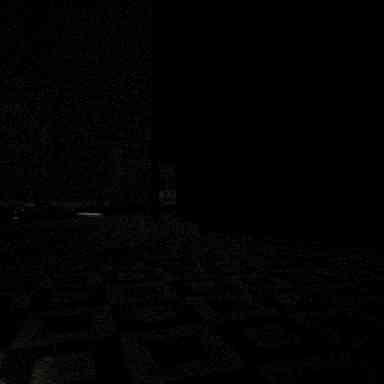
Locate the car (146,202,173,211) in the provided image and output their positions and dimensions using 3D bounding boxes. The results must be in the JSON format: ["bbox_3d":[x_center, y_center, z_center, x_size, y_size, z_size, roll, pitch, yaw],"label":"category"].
[{"bbox_3d":[-5.030,2.216,52.150,1.994,1.385,4.181,0,-1,37],"label":"car"}]

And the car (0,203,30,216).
[{"bbox_3d":[-20.080,1.841,35.711,2.008,1.369,4.403,-1,-1,35],"label":"car"}]

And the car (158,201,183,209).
[{"bbox_3d":[-3.709,2.304,58.692,2.008,1.369,4.403,-1,-2,35],"label":"car"}]

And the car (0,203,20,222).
[{"bbox_3d":[-16.416,1.774,26.162,1.947,1.339,4.313,-1,-2,35],"label":"car"}]

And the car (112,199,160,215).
[{"bbox_3d":[-6.594,1.790,39.958,2.192,1.841,5.009,-1,-2,35],"label":"car"}]

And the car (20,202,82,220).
[{"bbox_3d":[-13.044,1.823,30.897,1.752,1.417,4.829,-1,-2,35],"label":"car"}]

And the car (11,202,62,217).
[{"bbox_3d":[-16.666,1.851,35.897,1.812,1.442,4.674,0,-1,36],"label":"car"}]

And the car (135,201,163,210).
[{"bbox_3d":[-6.983,2.208,54.096,2.008,1.369,4.403,-1,-2,35],"label":"car"}]

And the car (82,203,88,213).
[{"bbox_3d":[-13.532,2.015,44.904,1.887,1.381,4.507,-1,-2,35],"label":"car"}]

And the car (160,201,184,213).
[{"bbox_3d":[-3.319,2.113,44.548,1.887,1.381,4.507,-1,-2,35],"label":"car"}]

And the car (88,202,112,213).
[{"bbox_3d":[-10.884,2.011,43.995,1.812,1.442,4.674,0,-1,35],"label":"car"}]

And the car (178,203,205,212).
[{"bbox_3d":[-0.040,2.245,49.149,1.802,1.307,4.206,-1,-2,36],"label":"car"}]
